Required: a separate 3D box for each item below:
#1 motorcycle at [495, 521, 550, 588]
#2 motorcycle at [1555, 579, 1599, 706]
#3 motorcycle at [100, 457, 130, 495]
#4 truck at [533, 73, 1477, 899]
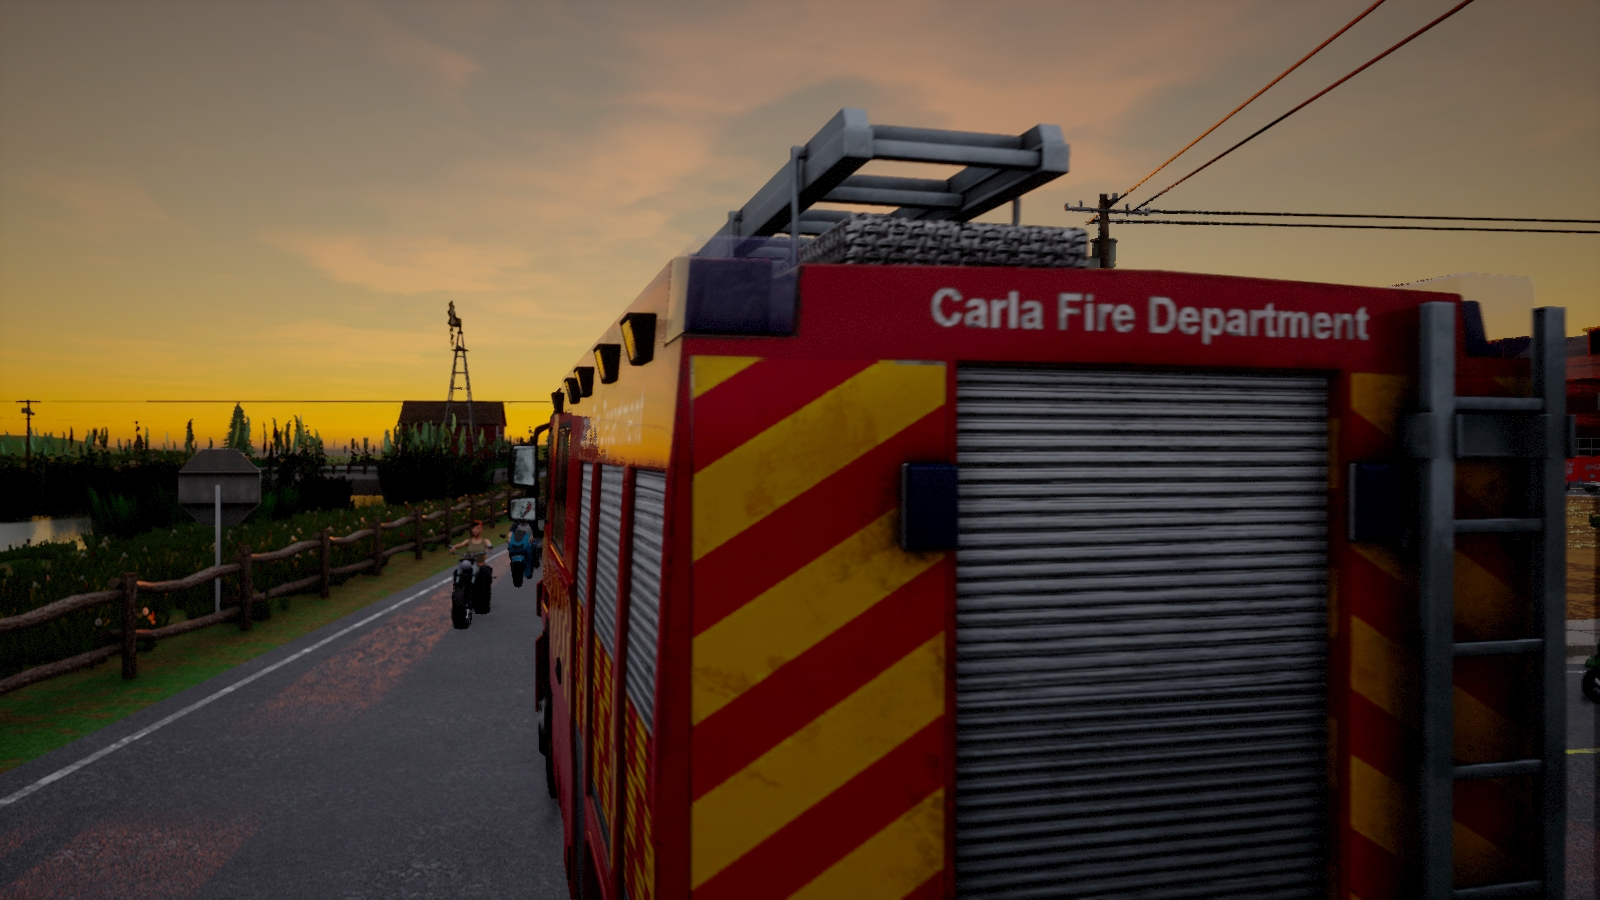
[{"bbox_3d":[-5.786,2.151,23.937,0.803,1.199,2.033,0,0,-5],"label":"motorcycle"},{"bbox_3d":[9.619,2.143,12.817,1.805,1.316,0.856,0,0,-7],"label":"motorcycle"},{"bbox_3d":[-42.133,1.580,70.309,0.803,2.348,2.033,0,0,-5],"label":"motorcycle"},{"bbox_3d":[-0.164,0.870,7.638,2.891,3.827,8.468,0,0,-15],"label":"truck"}]
